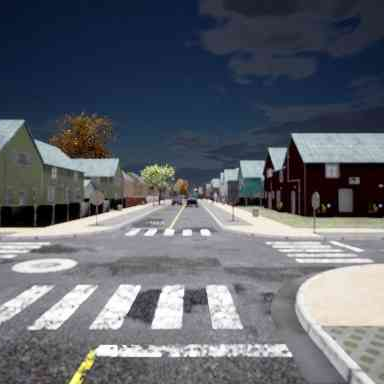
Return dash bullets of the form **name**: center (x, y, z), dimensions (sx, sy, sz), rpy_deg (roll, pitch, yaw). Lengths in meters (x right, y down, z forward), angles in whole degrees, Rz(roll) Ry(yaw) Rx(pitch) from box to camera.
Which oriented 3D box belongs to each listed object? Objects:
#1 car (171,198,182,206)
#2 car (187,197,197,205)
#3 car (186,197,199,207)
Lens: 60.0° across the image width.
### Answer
- **car**: center (-2.731, 1.780, 60.941), dimensions (2.033, 1.411, 5.357), rpy_deg (0, 0, 0)
- **car**: center (0.020, 1.802, 66.773), dimensions (1.812, 1.442, 4.674), rpy_deg (0, 0, 0)
- **car**: center (0.016, 1.705, 56.354), dimensions (1.837, 1.490, 4.892), rpy_deg (0, 0, 0)
